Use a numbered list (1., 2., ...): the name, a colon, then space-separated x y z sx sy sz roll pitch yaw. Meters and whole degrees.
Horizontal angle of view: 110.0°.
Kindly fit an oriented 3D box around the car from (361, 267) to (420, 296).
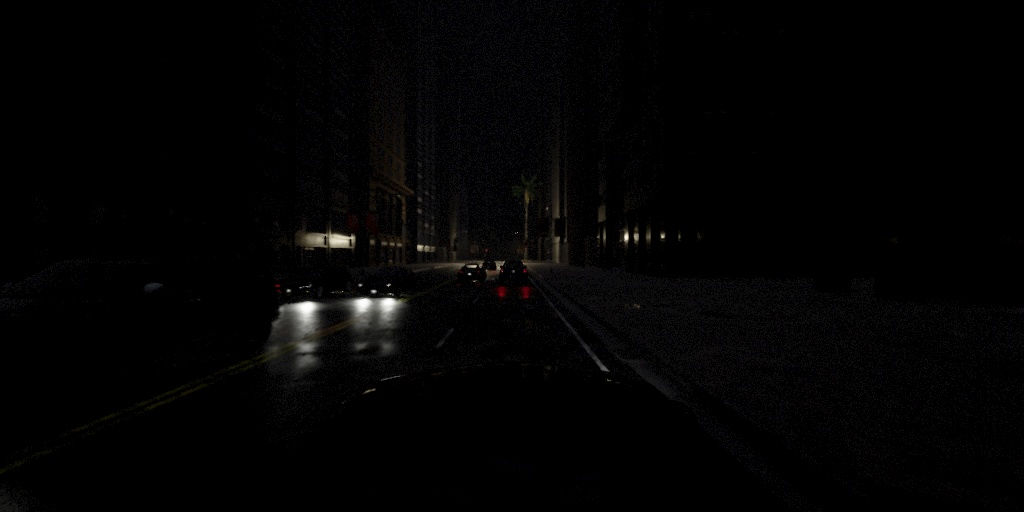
1. car: -6.522 1.296 19.614 2.033 1.411 5.357 0 0 1

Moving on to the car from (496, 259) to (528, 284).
1. car: 0.106 1.100 27.002 2.097 1.767 4.553 0 0 0

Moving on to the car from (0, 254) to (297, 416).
1. car: -6.592 0.972 6.308 2.150 2.045 5.566 0 0 0

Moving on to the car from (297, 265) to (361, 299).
1. car: -9.788 1.249 18.160 1.837 1.490 4.892 0 1 1

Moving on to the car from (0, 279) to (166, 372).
1. car: -9.841 1.296 6.454 2.033 1.411 5.357 0 0 0

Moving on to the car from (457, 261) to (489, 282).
1. car: -3.153 1.313 28.676 1.994 1.385 4.181 0 0 0

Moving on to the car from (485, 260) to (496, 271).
1. car: -3.142 1.275 49.801 1.812 1.442 4.674 0 0 0
